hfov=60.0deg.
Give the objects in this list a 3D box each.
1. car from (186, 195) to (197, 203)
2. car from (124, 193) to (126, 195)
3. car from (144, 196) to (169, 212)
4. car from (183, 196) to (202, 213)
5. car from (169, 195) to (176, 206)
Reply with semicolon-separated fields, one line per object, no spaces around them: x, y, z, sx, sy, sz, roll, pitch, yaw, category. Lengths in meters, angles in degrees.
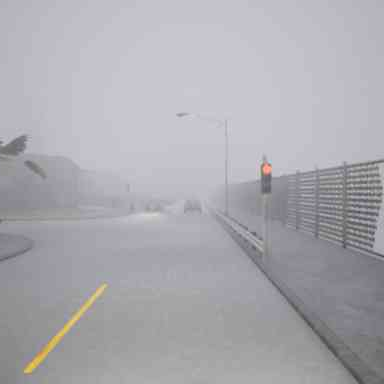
-0.082;1.427;68.307;2.033;1.411;5.357;0;0;0;car
-17.372;0.996;78.745;3.633;1.501;1.845;0;0;0;car
-4.138;1.426;37.117;2.128;1.511;4.902;0;0;0;car
0.059;1.483;36.225;2.033;1.411;5.357;0;0;0;car
-4.139;1.383;53.702;1.882;1.535;5.008;0;0;0;car
